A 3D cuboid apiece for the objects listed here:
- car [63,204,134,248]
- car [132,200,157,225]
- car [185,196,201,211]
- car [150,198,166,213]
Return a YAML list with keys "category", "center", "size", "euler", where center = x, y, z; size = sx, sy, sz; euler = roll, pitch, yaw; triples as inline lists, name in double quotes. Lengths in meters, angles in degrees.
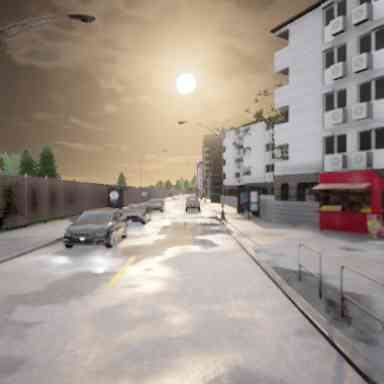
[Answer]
- category: "car"
  center: [-4.088, 1.507, 14.813]
  size: [1.837, 1.490, 4.892]
  euler: [0, 0, 0]
- category: "car"
  center: [-4.081, 1.551, 24.588]
  size: [2.033, 1.411, 5.357]
  euler: [0, 0, 0]
- category: "car"
  center: [0.107, 1.551, 40.601]
  size: [2.033, 1.411, 5.357]
  euler: [0, 0, 0]
- category: "car"
  center: [-4.051, 1.509, 37.527]
  size: [1.837, 1.490, 4.892]
  euler: [0, 0, 1]
